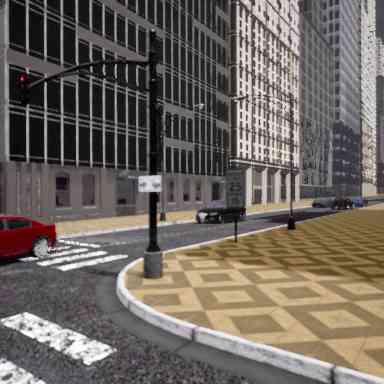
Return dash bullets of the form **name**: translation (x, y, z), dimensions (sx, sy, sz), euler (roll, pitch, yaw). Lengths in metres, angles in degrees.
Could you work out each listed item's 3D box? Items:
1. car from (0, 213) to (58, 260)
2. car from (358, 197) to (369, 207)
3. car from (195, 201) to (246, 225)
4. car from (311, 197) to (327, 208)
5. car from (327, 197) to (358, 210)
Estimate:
- **car**: translation (-6.497, 1.466, 10.238), dimensions (1.882, 1.535, 5.008), euler (0, 0, 23)
- **car**: translation (24.540, 1.371, 48.811), dimensions (2.033, 1.411, 5.357), euler (0, 0, 37)
- **car**: translation (2.155, 1.431, 24.068), dimensions (2.128, 1.511, 4.902), euler (0, 0, 37)
- **car**: translation (17.640, 1.407, 44.633), dimensions (2.033, 1.411, 5.357), euler (0, 0, 38)
- **car**: translation (18.331, 1.361, 40.441), dimensions (1.837, 1.490, 4.892), euler (0, 0, 37)
